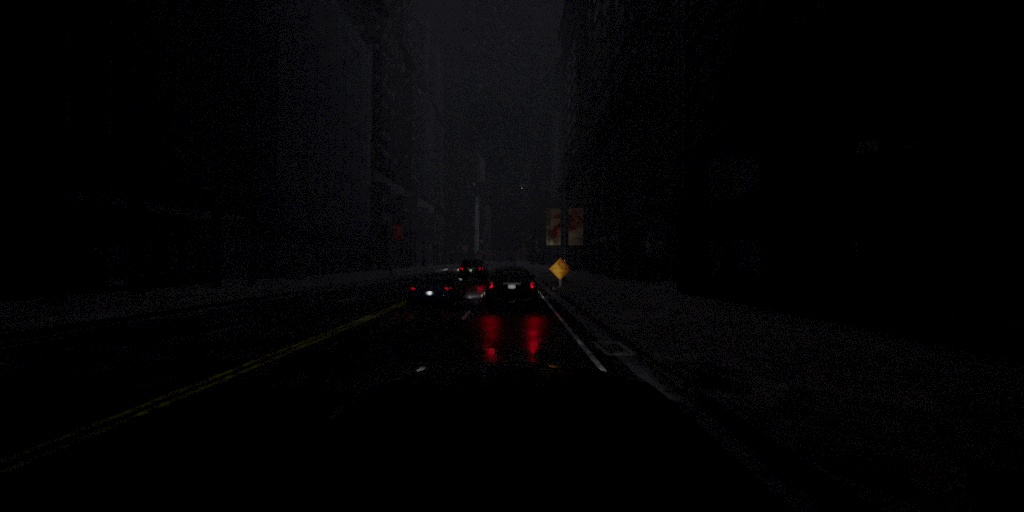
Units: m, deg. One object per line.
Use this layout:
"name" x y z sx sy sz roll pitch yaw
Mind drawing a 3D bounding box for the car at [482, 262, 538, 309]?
"car" 0.000 1.232 15.924 2.097 1.767 4.553 0 -1 0

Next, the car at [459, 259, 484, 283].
"car" -3.250 1.238 30.857 2.150 2.045 5.566 0 0 0

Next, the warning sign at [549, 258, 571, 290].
"warning sign" 2.849 1.046 21.161 1.300 1.860 1.060 0 0 0

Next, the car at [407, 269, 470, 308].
"car" -3.245 1.448 16.123 1.994 1.385 4.181 0 0 0
